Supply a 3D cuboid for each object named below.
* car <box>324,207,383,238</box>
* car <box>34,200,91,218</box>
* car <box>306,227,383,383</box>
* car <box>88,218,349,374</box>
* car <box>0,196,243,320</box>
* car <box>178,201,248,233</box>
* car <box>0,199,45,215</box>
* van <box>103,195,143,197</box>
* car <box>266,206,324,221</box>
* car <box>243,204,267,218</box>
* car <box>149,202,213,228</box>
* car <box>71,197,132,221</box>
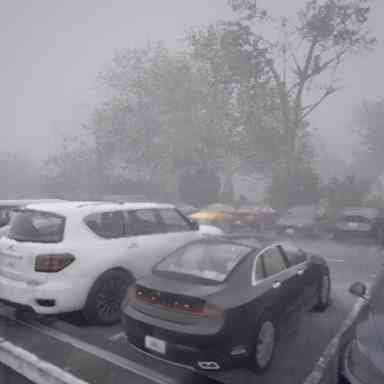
[{"bbox_3d":[8.446,1.499,16.540,2.163,1.488,4.792,0,0,35],"label":"car"},{"bbox_3d":[-11.990,1.537,31.049,2.002,1.452,4.674,0,0,36],"label":"car"},{"bbox_3d":[3.244,1.497,4.120,2.163,1.488,4.792,0,0,35],"label":"car"},{"bbox_3d":[0.978,1.468,5.761,2.231,1.521,4.892,0,0,35],"label":"car"},{"bbox_3d":[-1.291,1.217,7.414,2.435,2.045,5.566,0,0,35],"label":"car"},{"bbox_3d":[1.510,1.470,21.206,1.946,1.575,5.366,0,0,35],"label":"car"},{"bbox_3d":[-18.796,1.545,35.895,2.097,1.535,5.008,-1,0,36],"label":"car"},{"bbox_3d":[-5.125,1.251,26.297,1.878,1.987,4.442,0,0,35],"label":"van"},{"bbox_3d":[6.142,1.500,18.106,2.163,1.488,4.792,0,0,35],"label":"car"},{"bbox_3d":[3.886,1.472,19.739,2.097,1.535,5.008,0,0,35],"label":"car"},{"bbox_3d":[-0.653,1.514,22.970,2.002,1.452,4.674,0,0,35],"label":"car"},{"bbox_3d":[-7.475,1.355,27.790,2.185,1.767,4.553,0,0,35],"label":"car"}]
